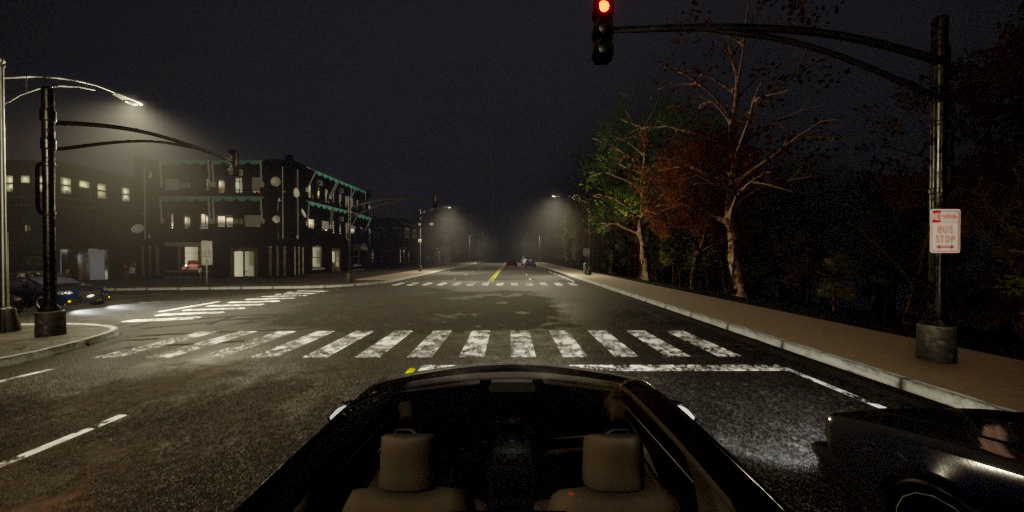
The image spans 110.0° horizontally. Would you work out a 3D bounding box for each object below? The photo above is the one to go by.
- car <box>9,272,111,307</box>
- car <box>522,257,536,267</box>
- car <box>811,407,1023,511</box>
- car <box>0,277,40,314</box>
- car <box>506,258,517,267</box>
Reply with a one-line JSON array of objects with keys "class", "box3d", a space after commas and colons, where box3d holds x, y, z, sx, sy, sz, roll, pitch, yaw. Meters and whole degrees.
[{"class": "car", "box3d": [-19.866, 1.534, 15.202, 4.181, 1.385, 1.994, -1, 1, 0]}, {"class": "car", "box3d": [3.202, 1.274, 63.173, 2.033, 1.411, 5.357, 0, 0, 0]}, {"class": "car", "box3d": [3.354, 1.298, 0.392, 2.033, 1.411, 5.357, 0, 0, 0]}, {"class": "car", "box3d": [-19.973, 1.565, 12.496, 4.313, 1.339, 1.948, 0, 0, 0]}, {"class": "car", "box3d": [-0.051, 1.204, 63.140, 1.882, 1.535, 5.008, 0, 0, 0]}]
